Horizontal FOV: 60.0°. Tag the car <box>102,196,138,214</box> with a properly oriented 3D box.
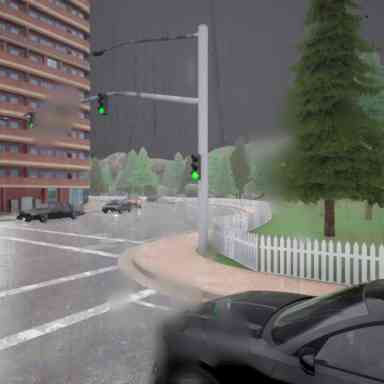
[{"bbox_3d":[-7.802,1.491,35.393,2.033,1.411,5.357,0,0,7],"label":"car"}]

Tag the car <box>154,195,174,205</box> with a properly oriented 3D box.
[{"bbox_3d":[-4.545,1.469,58.141,1.812,1.442,4.674,0,0,-25],"label":"car"}]

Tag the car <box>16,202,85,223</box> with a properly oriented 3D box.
[{"bbox_3d":[-10.623,1.491,25.575,2.033,1.411,5.357,0,0,24],"label":"car"}]

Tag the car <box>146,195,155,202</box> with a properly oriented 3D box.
[{"bbox_3d":[-7.725,1.447,69.338,1.837,1.490,4.892,0,0,-42],"label":"car"}]

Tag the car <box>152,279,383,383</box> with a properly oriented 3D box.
[{"bbox_3d":[1.890,1.478,2.641,5.008,1.535,1.882,0,0,36],"label":"car"}]

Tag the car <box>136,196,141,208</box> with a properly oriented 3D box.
[{"bbox_3d":[-8.100,1.295,45.690,2.097,1.767,4.553,0,0,-11],"label":"car"}]
